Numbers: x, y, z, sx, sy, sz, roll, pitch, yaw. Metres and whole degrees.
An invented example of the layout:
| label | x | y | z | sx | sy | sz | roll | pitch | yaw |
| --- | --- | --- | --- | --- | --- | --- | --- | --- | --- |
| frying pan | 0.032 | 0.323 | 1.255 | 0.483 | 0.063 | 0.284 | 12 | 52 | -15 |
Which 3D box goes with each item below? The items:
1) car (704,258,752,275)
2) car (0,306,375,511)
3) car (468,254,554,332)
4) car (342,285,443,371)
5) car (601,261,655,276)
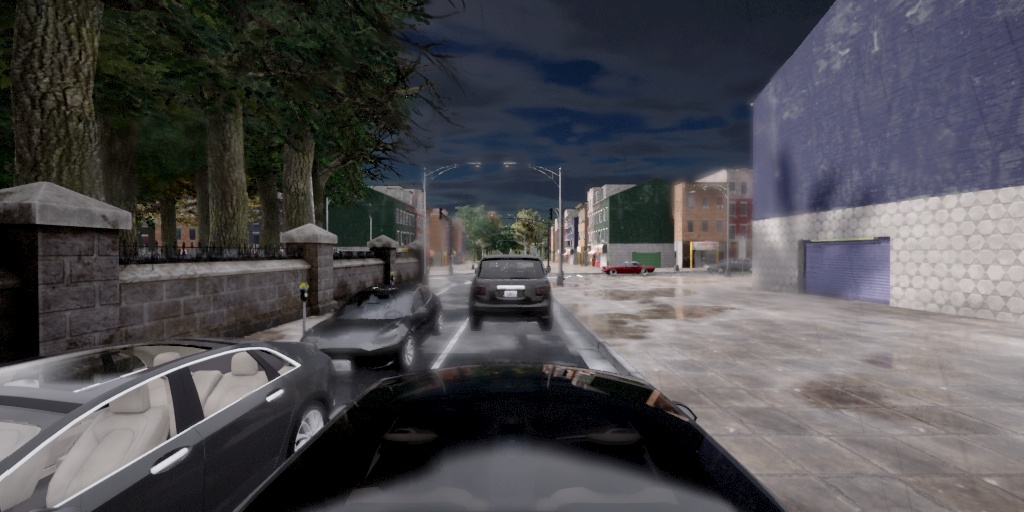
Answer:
| label | x | y | z | sx | sy | sz | roll | pitch | yaw |
| --- | --- | --- | --- | --- | --- | --- | --- | --- | --- |
| car | 21.029 | 0.942 | 34.251 | 4.902 | 1.511 | 2.128 | -1 | 1 | 0 |
| car | -2.641 | 1.300 | 2.004 | 2.007 | 1.370 | 4.403 | 0 | 0 | 0 |
| car | -0.011 | 0.973 | 11.002 | 2.150 | 2.045 | 5.566 | 0 | 0 | 0 |
| car | -2.634 | 1.316 | 7.693 | 1.948 | 1.339 | 4.313 | 0 | 0 | 0 |
| car | 10.992 | 1.186 | 34.265 | 4.718 | 1.301 | 1.895 | -1 | 1 | 0 |
